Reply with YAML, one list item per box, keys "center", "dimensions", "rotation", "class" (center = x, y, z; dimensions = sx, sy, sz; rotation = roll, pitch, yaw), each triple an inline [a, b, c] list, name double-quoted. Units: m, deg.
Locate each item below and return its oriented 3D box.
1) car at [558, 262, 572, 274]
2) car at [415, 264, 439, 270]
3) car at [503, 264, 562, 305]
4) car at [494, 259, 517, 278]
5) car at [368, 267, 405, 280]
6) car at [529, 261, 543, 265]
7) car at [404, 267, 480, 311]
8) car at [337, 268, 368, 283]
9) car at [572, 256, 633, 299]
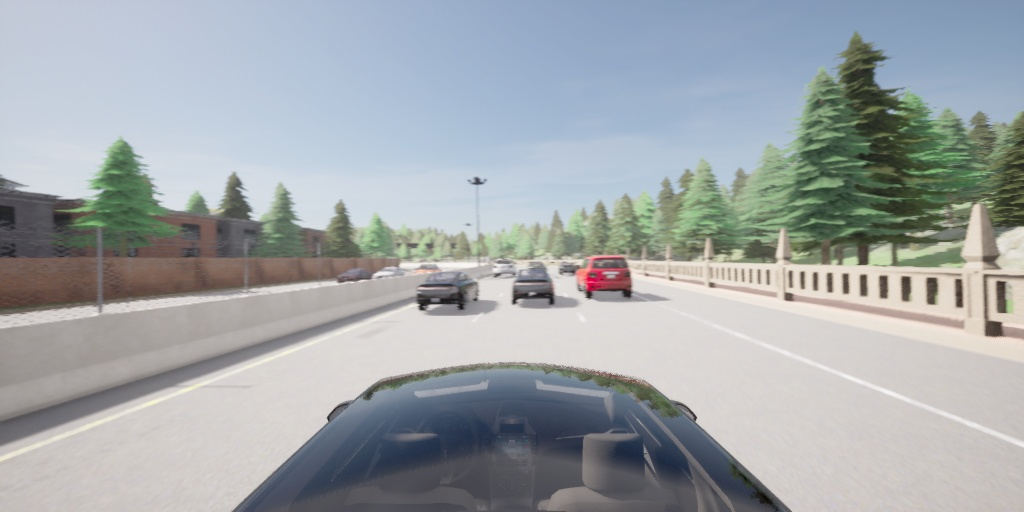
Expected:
- center: [6.448, 1.448, 42.225]
  dimensions: [2.128, 1.511, 4.902]
  rotation: [-1, 0, 4]
  class: "car"
- center: [-8.249, 1.554, 34.861]
  dimensions: [2.097, 1.767, 4.553]
  rotation: [-1, 0, 4]
  class: "car"
- center: [1.004, 1.348, 16.877]
  dimensions: [2.128, 1.511, 4.902]
  rotation: [-1, 0, 4]
  class: "car"
- center: [-0.711, 1.311, 40.362]
  dimensions: [2.150, 2.045, 5.566]
  rotation: [-1, 0, 4]
  class: "car"
- center: [-11.763, 1.799, 34.783]
  dimensions: [1.812, 1.442, 4.674]
  rotation: [-1, -1, 4]
  class: "car"
- center: [2.579, 1.347, 37.450]
  dimensions: [2.097, 1.767, 4.553]
  rotation: [-1, -1, 4]
  class: "car"
- center: [-2.612, 1.411, 15.489]
  dimensions: [2.128, 1.511, 4.902]
  rotation: [-1, 0, 4]
  class: "car"
- center: [-15.243, 1.914, 35.144]
  dimensions: [1.994, 1.385, 4.181]
  rotation: [-1, -1, 5]
  class: "car"
- center: [4.646, 1.018, 18.693]
  dimensions: [2.150, 2.045, 5.566]
  rotation: [-1, 0, 4]
  class: "car"
